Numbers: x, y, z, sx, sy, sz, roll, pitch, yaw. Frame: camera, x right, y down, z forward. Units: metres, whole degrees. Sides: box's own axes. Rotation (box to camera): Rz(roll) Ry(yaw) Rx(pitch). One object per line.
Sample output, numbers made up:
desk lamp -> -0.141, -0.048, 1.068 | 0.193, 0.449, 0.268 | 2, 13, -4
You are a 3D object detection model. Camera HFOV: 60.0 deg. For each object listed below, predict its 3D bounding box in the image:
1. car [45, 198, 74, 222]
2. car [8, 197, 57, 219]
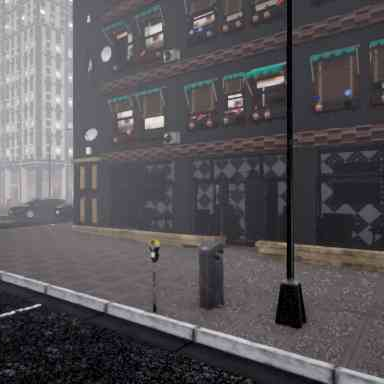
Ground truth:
car -> -7.349, 1.279, 22.815 | 1.947, 1.339, 4.313 | 1, 1, 35
car -> -11.918, 1.234, 26.404 | 1.837, 1.490, 4.892 | 0, 2, 35
